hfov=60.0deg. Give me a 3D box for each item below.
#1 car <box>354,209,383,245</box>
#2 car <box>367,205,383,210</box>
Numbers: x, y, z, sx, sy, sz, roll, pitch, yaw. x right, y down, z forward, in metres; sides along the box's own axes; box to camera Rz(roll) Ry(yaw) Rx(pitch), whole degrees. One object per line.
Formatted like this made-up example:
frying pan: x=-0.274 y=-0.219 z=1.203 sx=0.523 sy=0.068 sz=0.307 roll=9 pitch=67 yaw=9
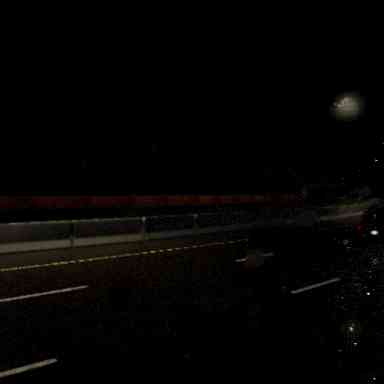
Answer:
car: x=9.169 y=1.680 z=15.281 sx=4.181 sy=1.385 sz=1.994 roll=0 pitch=-1 yaw=-41
car: x=14.119 y=1.692 z=24.373 sx=4.892 sy=1.490 sz=1.837 roll=0 pitch=0 yaw=-44
